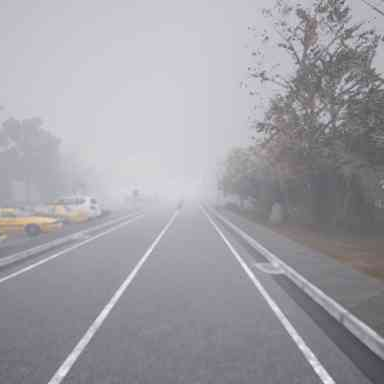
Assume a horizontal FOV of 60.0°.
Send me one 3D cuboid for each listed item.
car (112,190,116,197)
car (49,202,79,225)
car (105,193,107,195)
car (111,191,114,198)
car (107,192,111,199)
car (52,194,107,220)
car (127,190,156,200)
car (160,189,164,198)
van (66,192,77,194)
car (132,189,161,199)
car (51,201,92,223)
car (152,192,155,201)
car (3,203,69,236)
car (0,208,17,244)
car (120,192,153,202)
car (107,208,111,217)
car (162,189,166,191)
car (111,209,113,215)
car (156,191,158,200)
[{"bbox_3d":[-23.265,0.965,87.167,4.892,1.521,2.231,0,1,0],"label":"car"},{"bbox_3d":[-10.173,1.605,21.165,4.892,1.521,2.231,0,0,0],"label":"car"},{"bbox_3d":[-23.277,1.157,78.670,4.792,1.488,2.163,0,1,0],"label":"car"},{"bbox_3d":[-23.278,1.029,84.250,5.008,1.535,2.097,0,1,0],"label":"car"},{"bbox_3d":[-23.290,1.082,81.460,5.008,1.535,2.097,0,1,0],"label":"car"},{"bbox_3d":[-10.177,1.403,26.720,5.566,2.045,2.435,0,-1,0],"label":"car"},{"bbox_3d":[-10.303,1.072,67.655,4.553,1.767,2.185,0,0,0],"label":"car"},{"bbox_3d":[-10.172,0.903,84.375,4.553,1.767,2.185,0,1,0],"label":"car"},{"bbox_3d":[-23.249,0.962,62.056,4.442,1.987,1.878,1,0,0],"label":"van"},{"bbox_3d":[-10.278,0.931,73.226,5.566,2.045,2.435,0,0,0],"label":"car"},{"bbox_3d":[-10.343,1.626,23.942,5.366,1.575,1.946,0,-1,0],"label":"car"},{"bbox_3d":[-10.313,1.223,64.869,4.792,1.488,2.163,0,0,0],"label":"car"},{"bbox_3d":[-9.991,1.575,18.388,5.366,1.575,1.946,0,-1,0],"label":"car"},{"bbox_3d":[-10.010,1.526,12.715,5.366,1.575,1.946,0,-1,0],"label":"car"},{"bbox_3d":[-10.266,1.218,62.085,4.792,1.488,2.163,0,0,0],"label":"car"},{"bbox_3d":[-10.145,1.679,29.493,5.008,1.535,2.097,0,-1,0],"label":"car"},{"bbox_3d":[-10.199,0.691,92.734,4.553,1.767,2.185,0,2,0],"label":"car"},{"bbox_3d":[-10.101,1.734,32.269,4.792,1.488,2.163,0,-1,0],"label":"car"},{"bbox_3d":[-10.255,1.194,70.434,5.008,1.535,2.097,0,0,0],"label":"car"}]
